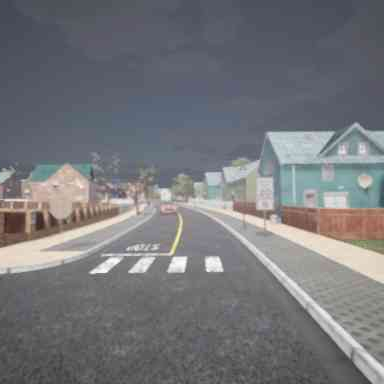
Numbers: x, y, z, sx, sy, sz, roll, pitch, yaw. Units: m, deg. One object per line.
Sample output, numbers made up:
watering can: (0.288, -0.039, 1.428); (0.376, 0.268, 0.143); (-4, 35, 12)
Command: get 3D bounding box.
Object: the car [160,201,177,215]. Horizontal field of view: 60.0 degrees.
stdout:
car: (-3.088, 1.942, 43.952); (2.097, 1.767, 4.553); (-1, -1, -5)
